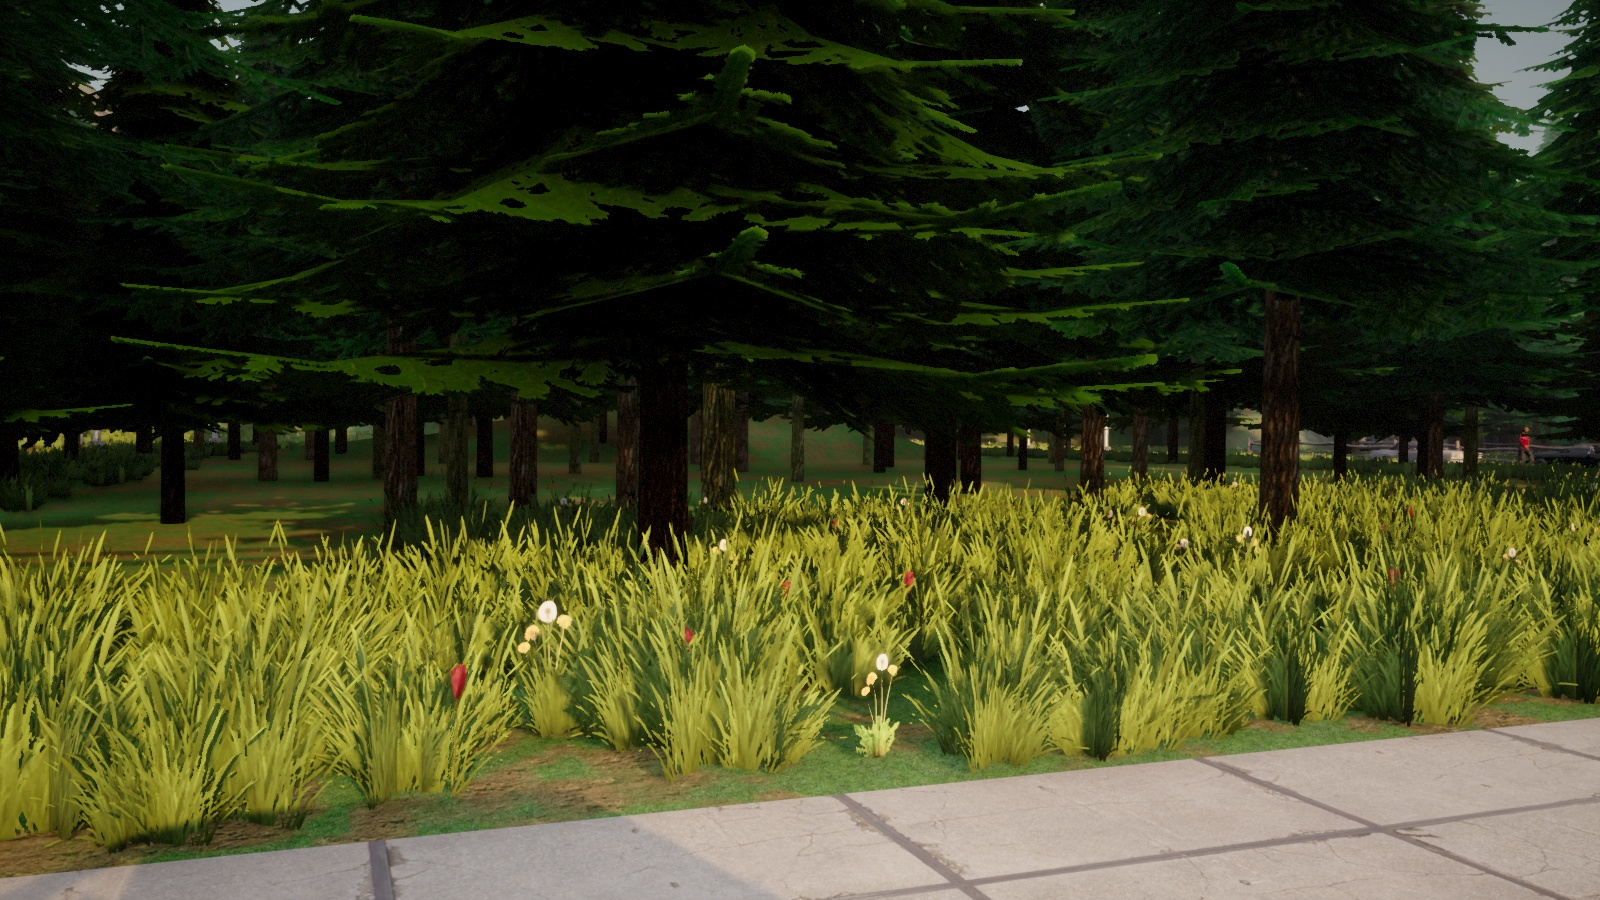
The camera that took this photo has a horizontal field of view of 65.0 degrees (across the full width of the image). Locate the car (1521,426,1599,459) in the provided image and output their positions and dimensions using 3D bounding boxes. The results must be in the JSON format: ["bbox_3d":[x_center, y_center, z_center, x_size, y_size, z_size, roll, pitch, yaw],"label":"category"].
[{"bbox_3d":[32.615,-0.325,51.965,1.895,1.301,4.718,-1,1,-20],"label":"car"}]

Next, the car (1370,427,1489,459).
[{"bbox_3d":[27.680,-0.328,55.390,1.895,1.301,4.718,-1,1,-20],"label":"car"}]

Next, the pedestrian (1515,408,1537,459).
[{"bbox_3d":[26.736,-0.607,46.240,0.331,1.846,0.636,-1,1,-13],"label":"pedestrian"}]
